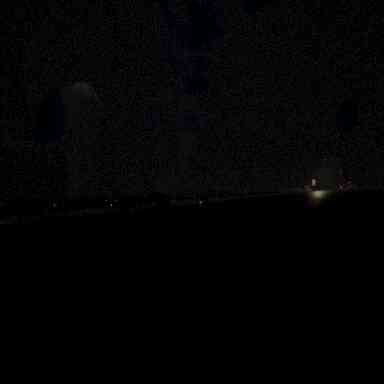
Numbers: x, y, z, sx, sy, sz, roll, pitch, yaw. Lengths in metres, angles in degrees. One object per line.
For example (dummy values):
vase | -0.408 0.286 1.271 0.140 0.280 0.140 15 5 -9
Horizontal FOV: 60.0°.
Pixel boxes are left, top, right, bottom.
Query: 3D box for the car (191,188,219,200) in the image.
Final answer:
car | 1.757 0.275 43.958 1.837 1.490 4.892 -1 2 36

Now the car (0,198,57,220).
car | -12.525 1.128 23.913 2.033 1.411 5.357 -1 1 34

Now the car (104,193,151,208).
car | -6.269 0.816 32.744 1.895 1.301 4.718 -1 1 36
